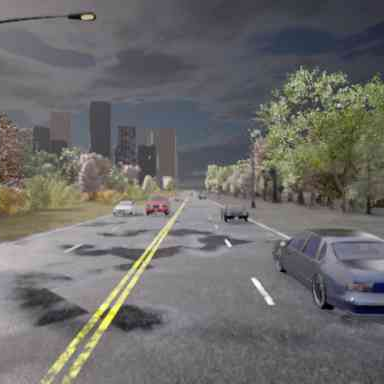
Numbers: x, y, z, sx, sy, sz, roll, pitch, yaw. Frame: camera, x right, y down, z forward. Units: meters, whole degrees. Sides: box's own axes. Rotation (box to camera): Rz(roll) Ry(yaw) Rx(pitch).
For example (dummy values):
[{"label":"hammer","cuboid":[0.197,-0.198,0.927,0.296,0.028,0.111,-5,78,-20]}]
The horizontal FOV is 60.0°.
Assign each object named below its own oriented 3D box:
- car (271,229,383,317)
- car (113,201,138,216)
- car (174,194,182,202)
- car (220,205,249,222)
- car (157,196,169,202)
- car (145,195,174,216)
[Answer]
[{"label":"car","cuboid":[3.351,1.580,7.826,2.033,1.411,5.357,0,0,0]},{"label":"car","cuboid":[-6.587,1.614,33.303,1.812,1.442,4.674,0,0,0]},{"label":"car","cuboid":[-3.237,1.349,75.020,2.097,1.767,4.553,0,0,0]},{"label":"car","cuboid":[3.356,1.684,27.179,1.895,1.301,4.718,0,0,0]},{"label":"car","cuboid":[-6.487,1.534,74.991,2.033,1.411,5.357,0,0,0]},{"label":"car","cuboid":[-3.339,1.309,33.780,2.150,2.045,5.566,0,0,0]}]
